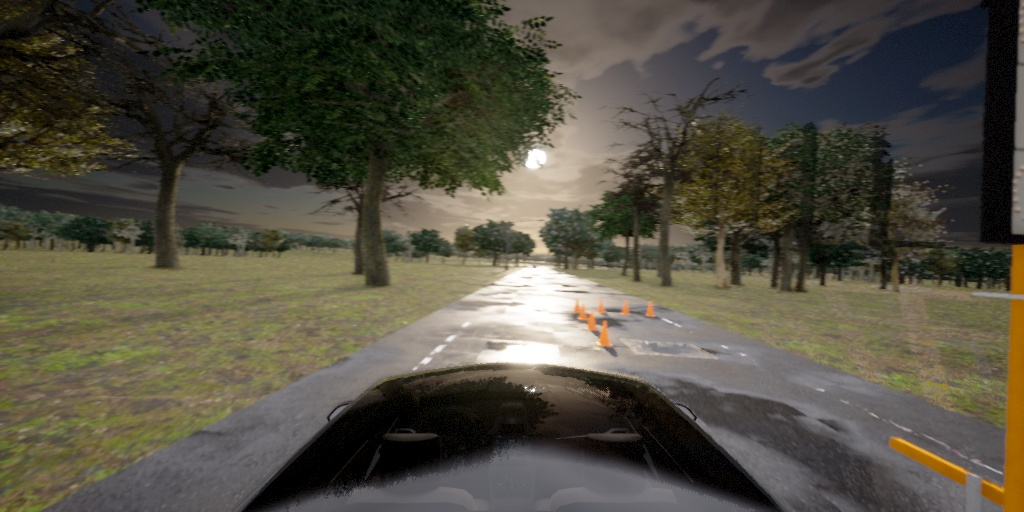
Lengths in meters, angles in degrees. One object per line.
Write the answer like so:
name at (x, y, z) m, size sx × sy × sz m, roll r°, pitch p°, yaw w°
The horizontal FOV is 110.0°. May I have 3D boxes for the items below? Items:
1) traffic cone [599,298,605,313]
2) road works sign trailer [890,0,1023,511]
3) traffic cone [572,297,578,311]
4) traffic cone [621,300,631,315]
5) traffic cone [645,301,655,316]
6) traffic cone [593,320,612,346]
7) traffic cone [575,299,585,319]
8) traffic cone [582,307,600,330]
traffic cone at (3.673, 2.051, 14.845) m, size 0.340 × 0.580 × 0.340 m, roll 0°, pitch 0°, yaw 4°
road works sign trailer at (3.399, 0.390, 1.863) m, size 2.380 × 3.560 × 2.880 m, roll 0°, pitch 0°, yaw 4°
traffic cone at (2.677, 2.000, 14.910) m, size 0.340 × 0.580 × 0.340 m, roll 0°, pitch 0°, yaw 4°
traffic cone at (4.670, 2.101, 14.778) m, size 0.340 × 0.580 × 0.340 m, roll 0°, pitch 0°, yaw 4°
traffic cone at (5.666, 2.151, 14.713) m, size 0.340 × 0.580 × 0.340 m, roll 0°, pitch 0°, yaw 4°
traffic cone at (2.285, 1.908, 8.924) m, size 0.340 × 0.580 × 0.340 m, roll 0°, pitch 0°, yaw 4°
traffic cone at (2.546, 1.969, 12.915) m, size 0.340 × 0.580 × 0.340 m, roll 0°, pitch 0°, yaw 4°
traffic cone at (2.416, 1.938, 10.920) m, size 0.340 × 0.580 × 0.340 m, roll 0°, pitch 0°, yaw 4°
